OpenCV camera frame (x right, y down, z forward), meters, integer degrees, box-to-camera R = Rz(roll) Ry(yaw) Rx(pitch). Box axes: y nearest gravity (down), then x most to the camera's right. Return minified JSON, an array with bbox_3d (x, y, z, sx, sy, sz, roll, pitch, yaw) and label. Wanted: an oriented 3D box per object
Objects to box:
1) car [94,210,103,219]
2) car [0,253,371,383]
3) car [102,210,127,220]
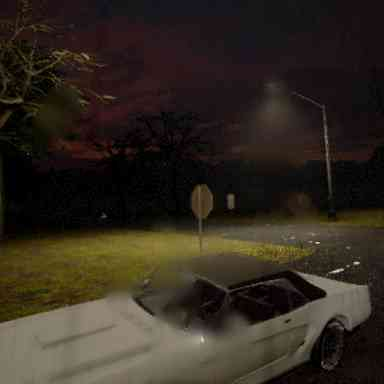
[{"bbox_3d":[-16.600,4.129,61.078,2.128,1.511,4.902,-3,-1,-34],"label":"car"},{"bbox_3d":[0.082,1.549,3.968,4.718,1.301,1.895,-1,1,-36],"label":"car"},{"bbox_3d":[-12.596,3.898,55.303,2.033,1.411,5.357,-3,-1,-34],"label":"car"}]
